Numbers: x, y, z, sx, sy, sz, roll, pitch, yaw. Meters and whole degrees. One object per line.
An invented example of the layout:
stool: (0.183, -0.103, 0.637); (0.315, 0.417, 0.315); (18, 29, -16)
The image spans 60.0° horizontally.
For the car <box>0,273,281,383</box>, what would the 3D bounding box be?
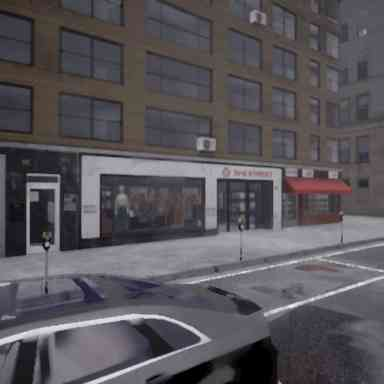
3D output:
car: (-1.482, 1.491, 2.322); (4.902, 1.511, 2.128); (0, 0, -35)
